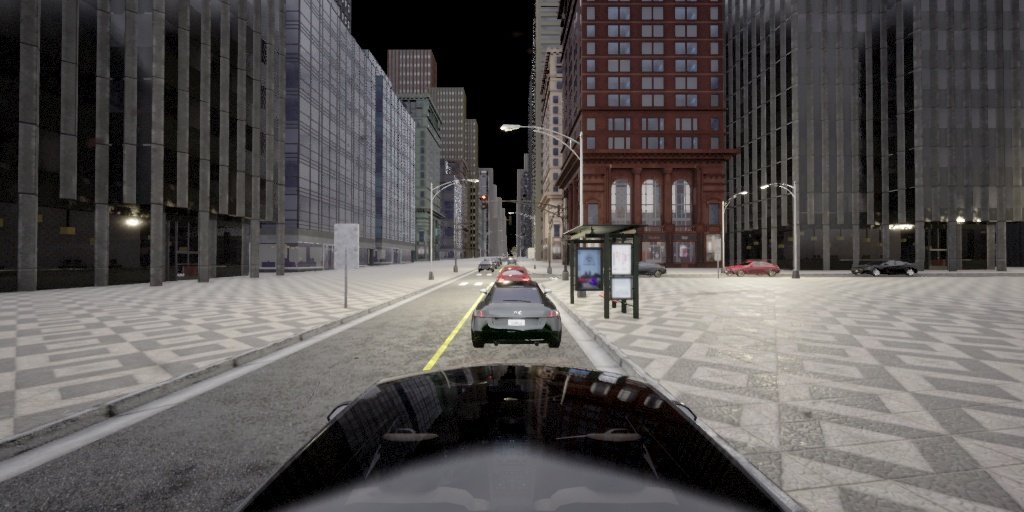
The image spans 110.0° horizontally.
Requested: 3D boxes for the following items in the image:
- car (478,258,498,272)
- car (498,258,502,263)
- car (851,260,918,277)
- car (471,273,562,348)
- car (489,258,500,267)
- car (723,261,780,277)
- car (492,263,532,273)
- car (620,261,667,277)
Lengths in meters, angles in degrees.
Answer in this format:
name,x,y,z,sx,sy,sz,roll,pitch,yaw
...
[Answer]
name,x,y,z,sx,sy,sz,roll,pitch,yaw
car,-3.100,1.244,44.182,2.033,1.411,5.357,0,0,0
car,-3.104,1.163,54.118,2.128,1.511,4.902,0,0,0
car,34.405,1.096,33.199,5.008,1.535,1.882,0,-1,0
car,0.097,1.314,9.257,1.994,1.385,4.181,0,0,0
car,-3.076,1.147,64.241,1.837,1.490,4.892,0,0,0
car,22.185,1.189,33.220,4.674,1.442,1.812,0,-1,0
car,0.114,1.269,19.092,1.812,1.442,4.674,0,0,1
car,11.864,1.225,33.223,4.674,1.442,1.812,0,-1,-2
